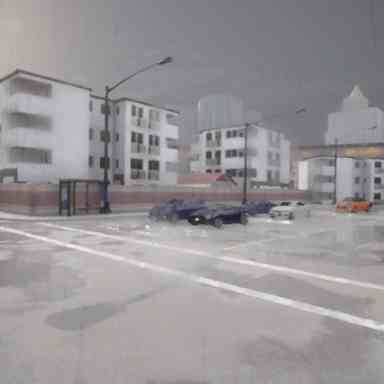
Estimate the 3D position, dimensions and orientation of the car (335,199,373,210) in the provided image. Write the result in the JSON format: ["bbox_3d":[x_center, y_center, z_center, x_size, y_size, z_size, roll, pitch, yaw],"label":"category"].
[{"bbox_3d":[20.875,1.587,42.720,4.718,1.301,1.895,1,0,-27],"label":"car"}]

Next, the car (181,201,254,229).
[{"bbox_3d":[1.681,1.422,20.804,1.994,1.385,4.181,1,1,44],"label":"car"}]

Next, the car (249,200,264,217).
[{"bbox_3d":[5.850,1.401,30.022,2.033,1.411,5.357,1,1,45],"label":"car"}]

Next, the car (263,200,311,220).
[{"bbox_3d":[8.178,1.433,27.394,4.674,1.442,1.812,1,1,-45],"label":"car"}]

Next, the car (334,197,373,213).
[{"bbox_3d":[17.328,1.336,36.044,4.553,1.767,2.097,1,0,-38],"label":"car"}]

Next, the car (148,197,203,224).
[{"bbox_3d":[-0.845,1.155,23.217,2.097,1.767,4.553,1,1,45],"label":"car"}]
